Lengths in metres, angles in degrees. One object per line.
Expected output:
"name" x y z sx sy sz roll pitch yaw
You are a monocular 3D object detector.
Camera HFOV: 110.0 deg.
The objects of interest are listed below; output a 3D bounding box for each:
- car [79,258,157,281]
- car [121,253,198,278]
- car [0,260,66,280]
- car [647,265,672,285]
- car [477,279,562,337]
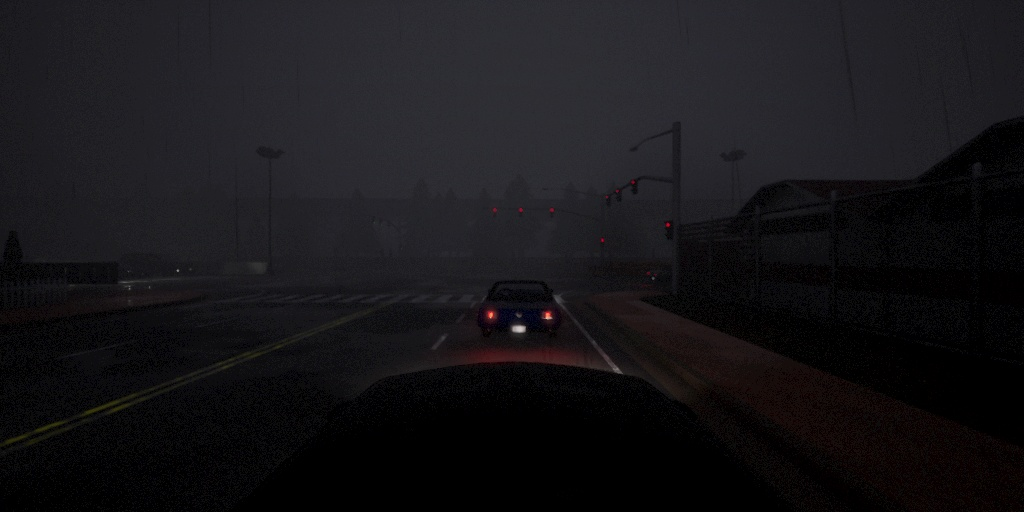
"car" -30.417 1.087 27.244 4.674 1.442 1.812 0 0 -1
"car" -30.341 0.764 30.741 5.566 2.045 2.150 0 0 -1
"car" -32.635 1.033 23.718 5.008 1.535 1.882 1 0 -1
"car" 11.882 1.238 24.510 4.718 1.301 1.895 0 0 1
"car" 0.236 1.305 10.058 1.895 1.301 4.718 0 0 2
